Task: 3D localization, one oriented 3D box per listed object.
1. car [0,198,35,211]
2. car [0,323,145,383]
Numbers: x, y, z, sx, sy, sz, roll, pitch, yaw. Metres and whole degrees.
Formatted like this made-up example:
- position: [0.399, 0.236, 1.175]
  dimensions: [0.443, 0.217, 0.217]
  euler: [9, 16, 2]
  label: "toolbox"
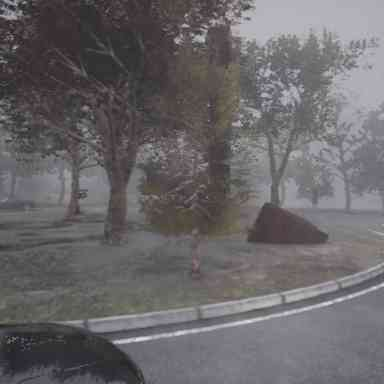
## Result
- position: [-21.058, 1.433, 38.822]
  dimensions: [5.008, 1.535, 1.882]
  euler: [0, 0, -40]
  label: "car"
- position: [-2.488, 1.477, 1.555]
  dimensions: [4.902, 1.511, 2.128]
  euler: [0, 0, -39]
  label: "car"
